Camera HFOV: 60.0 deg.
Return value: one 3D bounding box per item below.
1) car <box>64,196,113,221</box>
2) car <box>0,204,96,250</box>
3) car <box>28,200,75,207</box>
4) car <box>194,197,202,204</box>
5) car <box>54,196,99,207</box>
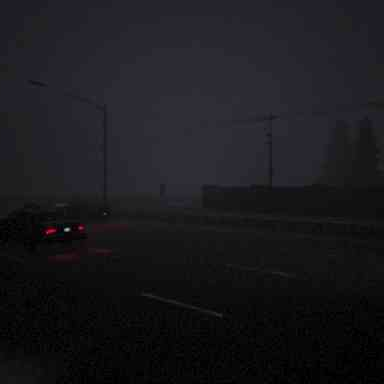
[{"bbox_3d":[-7.745,1.295,23.617,5.008,1.535,1.882,0,0,38],"label":"car"},{"bbox_3d":[-6.596,1.433,13.843,5.357,1.411,2.033,0,0,38],"label":"car"},{"bbox_3d":[-9.494,1.358,20.526,4.674,1.442,1.812,0,0,38],"label":"car"},{"bbox_3d":[2.600,1.172,51.308,4.892,1.490,1.837,0,1,-27],"label":"car"},{"bbox_3d":[-15.057,1.207,43.724,5.357,1.411,2.033,0,0,-13],"label":"car"}]
